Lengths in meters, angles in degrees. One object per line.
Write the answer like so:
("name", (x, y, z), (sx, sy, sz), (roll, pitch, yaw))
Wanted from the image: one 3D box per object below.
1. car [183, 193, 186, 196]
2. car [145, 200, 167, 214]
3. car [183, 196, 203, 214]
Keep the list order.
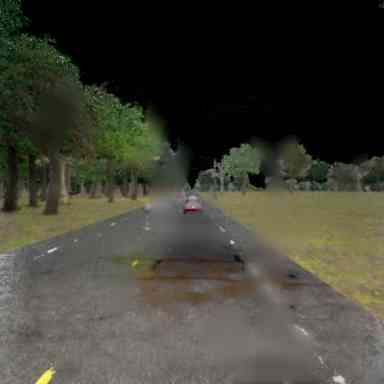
("car", (0.099, 1.272, 48.031), (1.882, 1.535, 5.008), (0, 0, 0))
("car", (-3.594, 1.454, 34.016), (1.895, 1.301, 4.718), (0, 0, 0))
("car", (0.107, 1.417, 33.942), (1.994, 1.385, 4.181), (0, 0, 0))
